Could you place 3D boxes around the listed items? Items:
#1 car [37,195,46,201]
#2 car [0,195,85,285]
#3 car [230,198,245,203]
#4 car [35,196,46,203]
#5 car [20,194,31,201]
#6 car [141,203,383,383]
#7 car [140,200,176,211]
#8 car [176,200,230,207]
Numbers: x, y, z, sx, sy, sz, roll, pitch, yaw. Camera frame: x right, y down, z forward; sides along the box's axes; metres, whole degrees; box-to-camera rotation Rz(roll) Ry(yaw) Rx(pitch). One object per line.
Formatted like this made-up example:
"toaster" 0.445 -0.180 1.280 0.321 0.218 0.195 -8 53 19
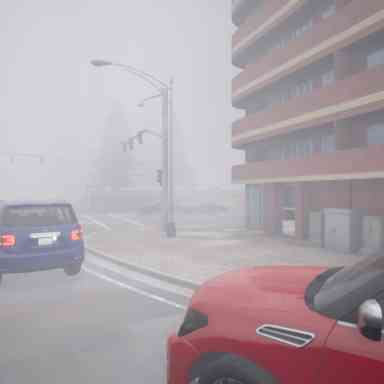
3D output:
"car" -37.309 1.464 82.452 1.882 1.535 5.008 0 0 -23
"car" -4.917 1.220 9.767 2.150 2.045 5.566 0 0 -36
"car" 5.178 1.529 39.703 5.008 1.535 1.882 0 0 -23
"car" -33.275 1.528 72.982 2.033 1.411 5.357 0 0 -23
"car" -40.482 1.342 80.970 2.097 1.767 4.553 0 0 -23
"car" 2.392 1.222 2.420 5.566 2.045 2.150 0 0 36
"car" -3.344 1.577 36.126 4.674 1.442 1.812 0 0 -23
"car" 1.115 1.653 34.215 4.718 1.301 1.895 0 0 -23
